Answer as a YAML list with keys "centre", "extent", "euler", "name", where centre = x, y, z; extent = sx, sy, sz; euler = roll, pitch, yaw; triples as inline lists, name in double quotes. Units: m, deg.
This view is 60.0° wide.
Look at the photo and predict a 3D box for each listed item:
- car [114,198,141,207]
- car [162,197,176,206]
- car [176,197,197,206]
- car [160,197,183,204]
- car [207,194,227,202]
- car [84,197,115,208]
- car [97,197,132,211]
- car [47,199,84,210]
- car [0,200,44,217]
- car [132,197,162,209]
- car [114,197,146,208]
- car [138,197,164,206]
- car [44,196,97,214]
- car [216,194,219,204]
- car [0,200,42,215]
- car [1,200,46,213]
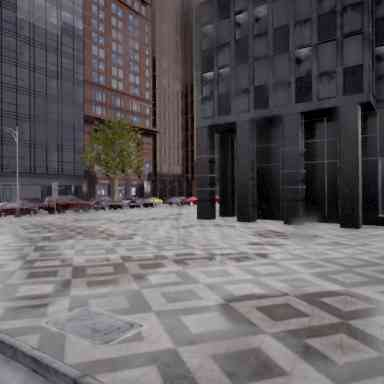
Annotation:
- centre: [-10.227, 1.614, 53.262]
  extent: [1.802, 1.307, 4.206]
  euler: [-1, 0, 35]
  name: "car"
- centre: [-2.021, 1.496, 54.741]
  extent: [2.033, 1.411, 5.357]
  euler: [-1, 0, 35]
  name: "car"
- centre: [-0.012, 1.463, 53.047]
  extent: [1.887, 1.381, 4.507]
  euler: [-1, 0, 35]
  name: "car"
- centre: [-3.813, 1.575, 62.539]
  extent: [1.947, 1.339, 4.313]
  euler: [-1, 0, 35]
  name: "car"
- centre: [5.807, 1.297, 76.456]
  extent: [2.192, 1.841, 5.009]
  euler: [-1, 0, 35]
  name: "car"
- centre: [-13.436, 1.485, 48.623]
  extent: [1.967, 1.590, 4.097]
  euler: [-1, 0, 35]
  name: "car"
- centre: [-9.632, 1.525, 39.133]
  extent: [1.947, 1.339, 4.313]
  euler: [-1, 0, 35]
  name: "car"
- centre: [-16.641, 1.643, 43.984]
  extent: [1.802, 1.307, 4.206]
  euler: [-1, 0, 35]
  name: "car"
- centre: [-16.045, 1.577, 29.857]
  extent: [1.802, 1.307, 4.206]
  euler: [-1, 0, 35]
  name: "car"
- centre: [-6.426, 1.510, 43.770]
  extent: [1.947, 1.339, 4.313]
  euler: [-1, 0, 35]
  name: "car"
- centre: [-9.217, 1.530, 49.852]
  extent: [1.812, 1.442, 4.674]
  euler: [-1, 0, 35]
  name: "car"
- centre: [-7.117, 1.545, 57.760]
  extent: [1.752, 1.417, 4.829]
  euler: [-1, 0, 35]
  name: "car"
- centre: [-12.841, 1.291, 34.496]
  extent: [2.192, 1.841, 5.009]
  euler: [-1, 0, 35]
  name: "car"
- centre: [3.193, 1.223, 57.687]
  extent: [2.192, 1.841, 5.009]
  euler: [-1, 0, 35]
  name: "car"
- centre: [-18.774, 1.614, 36.054]
  extent: [1.994, 1.385, 4.181]
  euler: [-1, 0, 35]
  name: "car"
- centre: [-19.848, 1.643, 39.346]
  extent: [1.947, 1.339, 4.313]
  euler: [-1, 0, 35]
  name: "car"
